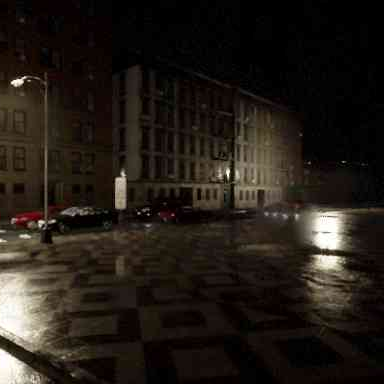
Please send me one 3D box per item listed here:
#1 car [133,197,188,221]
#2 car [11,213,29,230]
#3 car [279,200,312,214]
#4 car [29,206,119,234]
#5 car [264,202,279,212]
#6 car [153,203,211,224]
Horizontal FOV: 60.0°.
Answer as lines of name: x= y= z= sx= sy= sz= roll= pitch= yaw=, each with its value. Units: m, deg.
car: x=-2.574 y=1.465 z=29.732 sx=2.150 sy=2.045 sz=5.566 roll=0 pitch=-1 yaw=42
car: x=-9.416 y=1.655 z=22.129 sx=1.812 sy=1.442 sz=4.674 roll=0 pitch=-1 yaw=42
car: x=13.582 y=1.827 z=42.770 sx=2.097 sy=1.767 sz=4.553 roll=0 pitch=0 yaw=42
car: x=-6.770 y=1.631 z=20.187 sx=2.128 sy=1.511 sz=4.902 roll=0 pitch=-1 yaw=42
car: x=12.049 y=2.030 z=45.908 sx=2.033 sy=1.411 sz=5.357 roll=0 pitch=-1 yaw=43
car: x=-0.563 y=1.844 z=27.110 sx=1.895 sy=1.301 sz=4.718 roll=0 pitch=-1 yaw=42
